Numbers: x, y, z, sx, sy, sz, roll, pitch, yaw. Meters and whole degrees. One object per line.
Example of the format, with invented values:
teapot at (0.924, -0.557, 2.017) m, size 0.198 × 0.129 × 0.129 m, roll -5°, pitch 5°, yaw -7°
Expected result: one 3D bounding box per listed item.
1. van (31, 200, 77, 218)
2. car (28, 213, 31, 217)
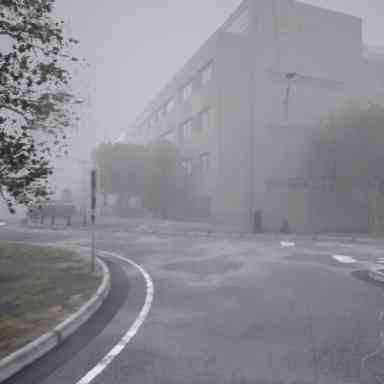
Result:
van at (-15.038, 1.898, 36.844) m, size 4.442 × 1.987 × 1.878 m, roll 0°, pitch -3°, yaw -26°
car at (-16.350, 2.304, 39.282) m, size 4.792 × 1.488 × 2.163 m, roll 0°, pitch -4°, yaw -26°
